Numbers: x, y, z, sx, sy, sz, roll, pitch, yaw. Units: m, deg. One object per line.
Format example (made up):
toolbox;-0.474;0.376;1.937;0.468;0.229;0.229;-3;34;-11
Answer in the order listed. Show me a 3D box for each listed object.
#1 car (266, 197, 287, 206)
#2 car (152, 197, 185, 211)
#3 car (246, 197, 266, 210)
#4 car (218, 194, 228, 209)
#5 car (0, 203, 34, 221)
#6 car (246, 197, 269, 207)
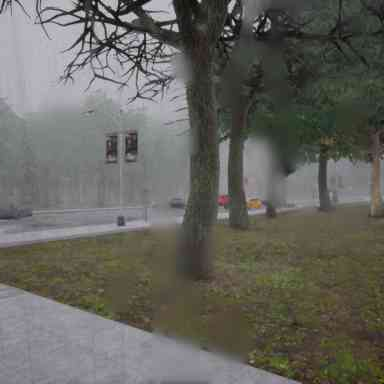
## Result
car;13.625;1.570;53.505;1.882;1.535;5.008;0;0;36
car;-2.923;1.401;41.681;2.097;1.767;4.553;0;0;36
car;7.827;1.552;45.308;1.882;1.535;5.008;0;0;36
car;4.830;1.290;46.714;2.150;2.045;5.566;0;0;36
car;-14.846;1.564;25.015;2.033;1.411;5.357;0;0;36
car;10.914;1.593;55.302;1.837;1.490;4.892;0;0;36
